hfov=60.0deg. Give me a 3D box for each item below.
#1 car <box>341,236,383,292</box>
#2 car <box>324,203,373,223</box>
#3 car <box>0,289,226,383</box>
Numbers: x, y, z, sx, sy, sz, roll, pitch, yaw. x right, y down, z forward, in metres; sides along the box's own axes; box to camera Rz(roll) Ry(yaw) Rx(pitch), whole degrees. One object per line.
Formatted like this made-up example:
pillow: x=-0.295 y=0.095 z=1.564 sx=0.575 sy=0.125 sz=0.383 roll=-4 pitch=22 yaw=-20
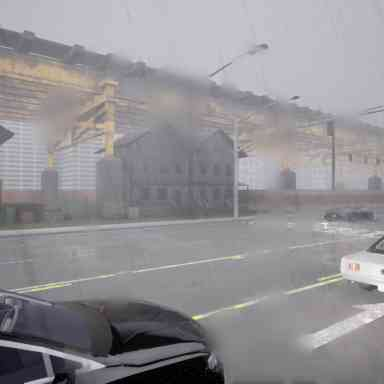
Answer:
car: x=5.602 y=1.601 z=7.759 sx=4.718 sy=1.301 sz=1.895 roll=0 pitch=0 yaw=-35
car: x=11.972 y=1.564 z=25.376 sx=4.181 sy=1.385 sz=1.994 roll=0 pitch=0 yaw=-35
car: x=-1.918 y=1.492 z=2.378 sx=4.902 sy=1.511 sz=2.128 roll=0 pitch=0 yaw=-35
